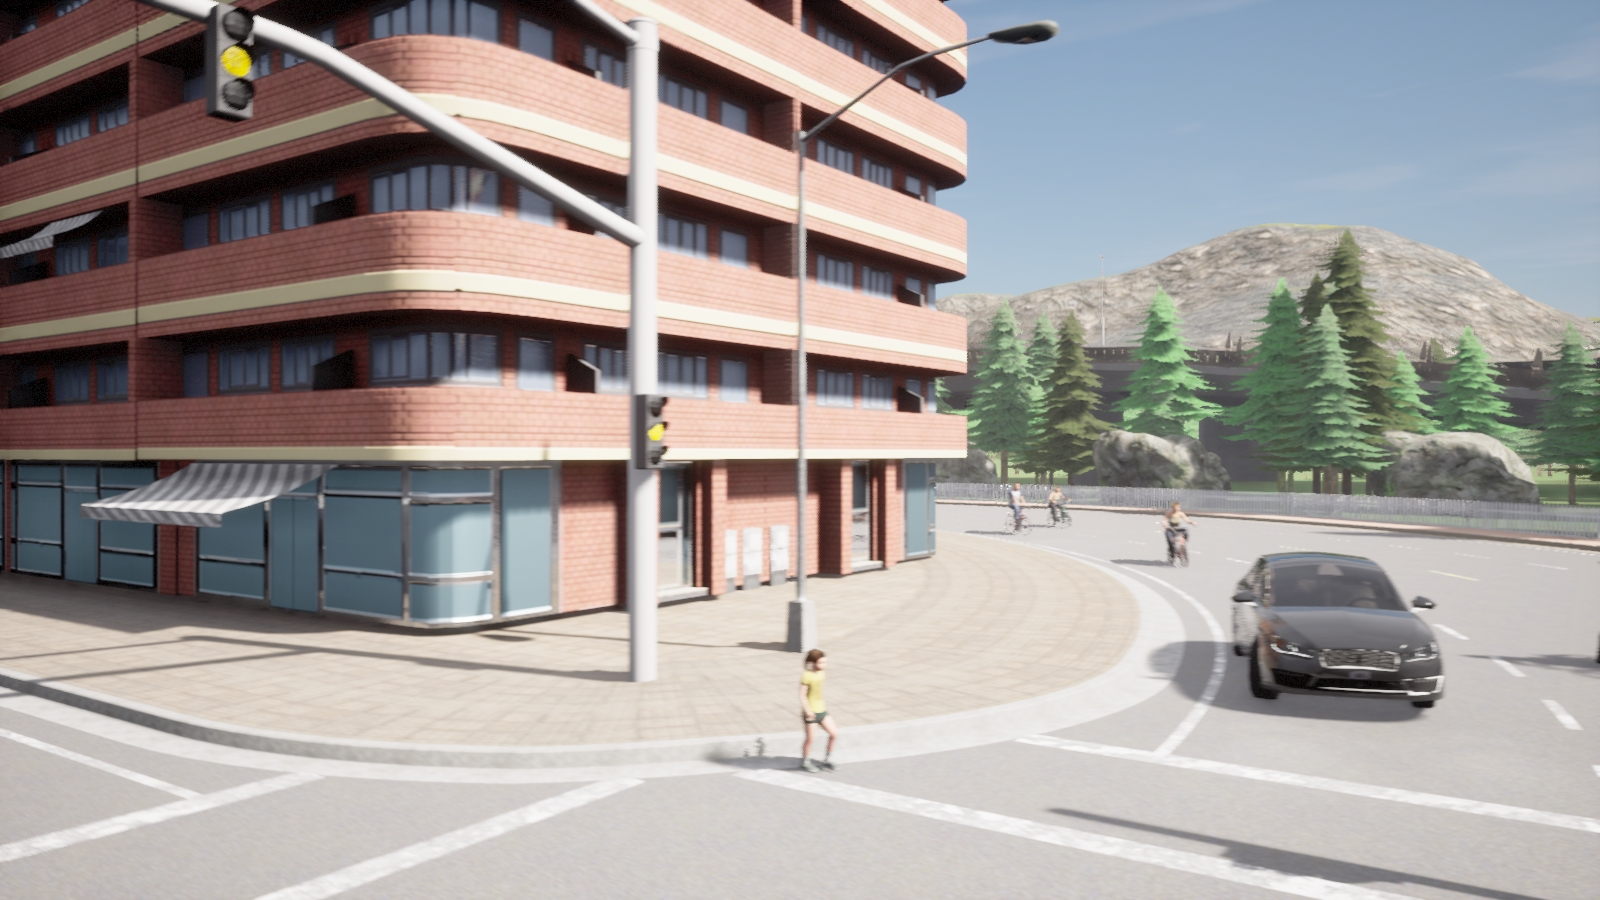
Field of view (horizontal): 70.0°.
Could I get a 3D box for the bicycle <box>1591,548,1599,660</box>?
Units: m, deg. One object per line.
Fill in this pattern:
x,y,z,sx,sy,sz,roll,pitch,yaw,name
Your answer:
10.640,2.060,14.651,0.329,1.471,1.835,0,0,19,bicycle

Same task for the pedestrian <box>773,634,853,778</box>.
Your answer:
0.114,2.211,9.965,0.500,1.100,0.500,0,0,34,pedestrian

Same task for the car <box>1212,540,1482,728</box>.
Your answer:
6.447,2.059,14.129,2.231,1.480,4.892,0,0,16,car

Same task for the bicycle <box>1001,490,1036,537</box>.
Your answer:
7.395,2.140,38.730,0.373,1.496,1.643,0,0,-20,bicycle

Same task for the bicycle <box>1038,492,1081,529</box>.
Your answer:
9.665,2.255,42.579,0.859,1.276,1.487,-2,0,-22,bicycle

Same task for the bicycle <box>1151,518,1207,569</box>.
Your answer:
9.281,2.279,28.043,0.859,1.126,1.487,-1,0,0,bicycle
